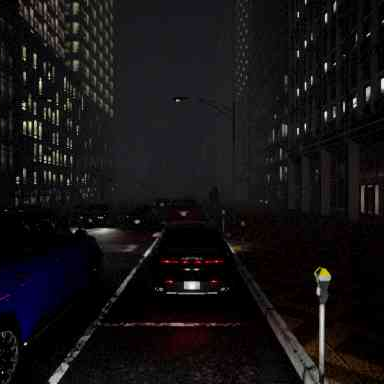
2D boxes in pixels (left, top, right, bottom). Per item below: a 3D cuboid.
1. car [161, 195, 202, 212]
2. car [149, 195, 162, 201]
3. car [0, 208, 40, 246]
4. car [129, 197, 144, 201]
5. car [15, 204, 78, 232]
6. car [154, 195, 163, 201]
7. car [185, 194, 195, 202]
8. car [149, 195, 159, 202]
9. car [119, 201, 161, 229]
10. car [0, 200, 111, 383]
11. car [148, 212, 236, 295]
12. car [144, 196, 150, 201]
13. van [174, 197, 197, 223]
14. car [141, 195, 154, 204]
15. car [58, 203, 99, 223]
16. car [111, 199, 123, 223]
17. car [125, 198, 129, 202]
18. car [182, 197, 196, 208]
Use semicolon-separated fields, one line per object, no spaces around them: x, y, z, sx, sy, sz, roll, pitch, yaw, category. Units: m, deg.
-0.465;1.311;20.672;2.192;1.841;5.009;-1;0;0;car
-3.049;1.345;36.219;2.097;1.767;4.553;0;0;0;car
-8.843;1.542;14.989;1.887;1.381;4.507;-1;0;0;car
-8.843;1.541;49.090;2.008;1.369;4.403;-1;0;0;car
-8.844;1.547;20.672;2.008;1.369;4.403;-1;0;0;car
-8.844;1.545;88.876;1.947;1.339;4.313;-1;0;0;car
-0.465;1.298;77.509;2.192;1.841;5.009;-1;0;0;car
-8.843;1.509;77.339;1.752;1.417;4.829;-1;0;0;car
-3.136;1.522;21.413;1.812;1.442;4.674;0;0;0;car
-3.046;1.221;5.018;2.150;2.045;5.566;0;0;0;car
-0.001;1.502;8.651;1.837;1.490;4.892;0;0;0;car
-8.843;1.570;60.458;1.802;1.307;4.206;-1;0;0;car
-0.465;1.336;26.356;1.690;1.788;3.998;-1;0;0;van
-8.845;1.427;66.141;1.967;1.590;4.097;-1;0;0;car
-8.843;1.577;26.356;1.802;1.307;4.206;-1;0;0;car
-6.245;1.501;22.878;1.837;1.490;4.892;0;0;0;car
-8.844;1.544;37.723;2.008;1.369;4.403;-1;0;0;car
-0.463;1.541;49.090;2.008;1.369;4.403;-1;0;0;car
